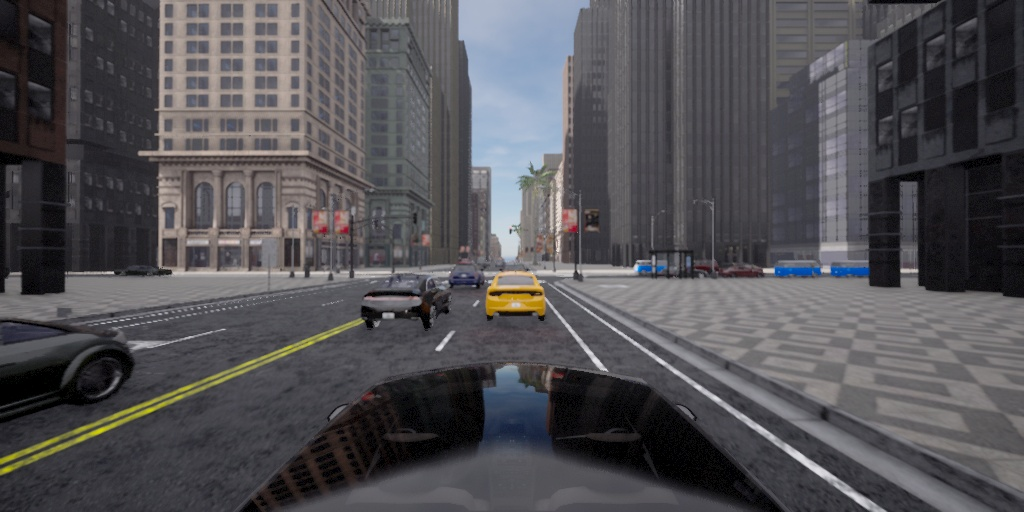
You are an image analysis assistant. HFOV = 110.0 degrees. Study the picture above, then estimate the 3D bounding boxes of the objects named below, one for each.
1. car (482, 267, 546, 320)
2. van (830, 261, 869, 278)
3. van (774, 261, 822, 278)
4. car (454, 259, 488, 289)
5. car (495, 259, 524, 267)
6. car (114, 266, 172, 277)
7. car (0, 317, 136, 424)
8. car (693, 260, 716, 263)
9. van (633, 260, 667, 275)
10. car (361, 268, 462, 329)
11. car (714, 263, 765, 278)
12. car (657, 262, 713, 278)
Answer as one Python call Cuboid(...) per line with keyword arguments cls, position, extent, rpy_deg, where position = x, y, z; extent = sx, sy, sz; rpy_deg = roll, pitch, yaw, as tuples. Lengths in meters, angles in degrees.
Cuboid(cls="car", position=(0.120, 1.320, 13.129), extent=(1.882, 1.535, 5.008), rpy_deg=(0, 0, 0))
Cuboid(cls="van", position=(34.176, 1.358, 35.735), extent=(3.998, 1.789, 1.690), rpy_deg=(0, 0, 0))
Cuboid(cls="van", position=(28.499, 1.360, 35.746), extent=(3.998, 1.789, 1.690), rpy_deg=(0, 0, 0))
Cuboid(cls="car", position=(-3.100, 1.293, 25.222), extent=(2.097, 1.767, 4.553), rpy_deg=(0, 0, 0))
Cuboid(cls="car", position=(0.149, 1.294, 25.243), extent=(2.097, 1.767, 4.553), rpy_deg=(0, 0, 0))
Cuboid(cls="car", position=(-39.678, 1.694, 38.693), extent=(4.718, 1.301, 1.895), rpy_deg=(0, 0, 1))
Cuboid(cls="car", position=(-6.599, 1.328, 3.548), extent=(1.994, 1.385, 4.181), rpy_deg=(0, 0, 0))
Cuboid(cls="car", position=(22.835, 1.383, 44.281), extent=(5.009, 1.841, 2.192), rpy_deg=(0, 0, 0))
Cuboid(cls="van", position=(17.158, 1.413, 44.292), extent=(3.998, 1.789, 1.690), rpy_deg=(0, 0, 0))
Cuboid(cls="car", position=(-3.131, 1.322, 11.527), extent=(2.128, 1.511, 4.902), rpy_deg=(0, 0, 0))
Cuboid(cls="car", position=(22.821, 1.605, 35.756), extent=(4.207, 1.307, 1.802), rpy_deg=(0, 0, 0))
Cuboid(cls="car", position=(17.143, 1.577, 35.767), extent=(4.403, 1.370, 2.007), rpy_deg=(0, 0, 0))
